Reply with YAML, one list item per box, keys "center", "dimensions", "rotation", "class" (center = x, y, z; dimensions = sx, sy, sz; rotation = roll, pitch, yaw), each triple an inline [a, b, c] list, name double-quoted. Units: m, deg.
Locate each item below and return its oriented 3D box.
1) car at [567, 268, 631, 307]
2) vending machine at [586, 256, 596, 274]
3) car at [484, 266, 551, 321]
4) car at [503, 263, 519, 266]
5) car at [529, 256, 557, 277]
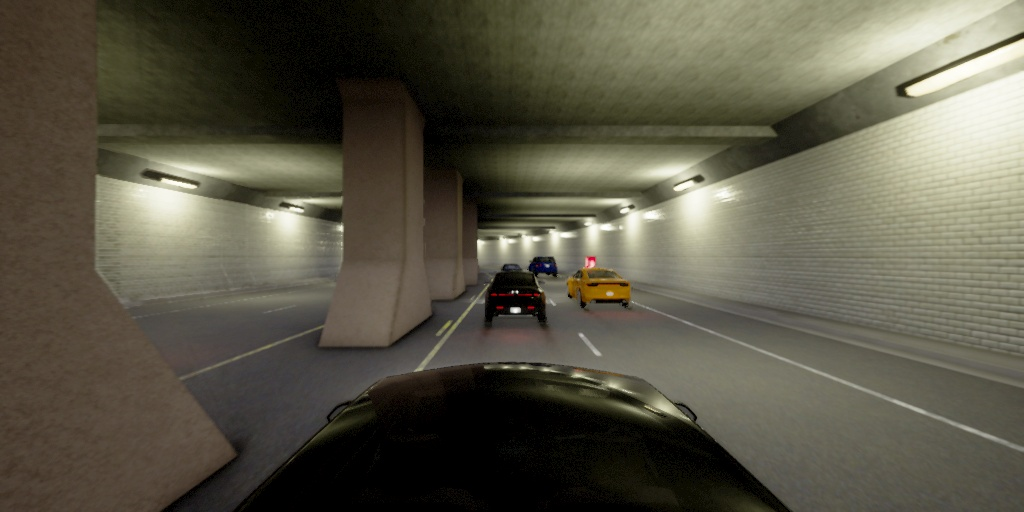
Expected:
- center: [3.598, 1.250, 15.657]
  dimensions: [1.882, 1.535, 5.008]
  rotation: [0, 0, 0]
  class: "car"
- center: [8.588, 1.005, 39.140]
  dimensions: [1.100, 2.100, 0.880]
  rotation: [0, 0, -7]
  class: "vending machine"
- center: [0.099, 1.272, 12.432]
  dimensions: [1.837, 1.490, 4.892]
  rotation: [0, 0, 0]
  class: "car"
- center: [-0.102, 1.344, 30.902]
  dimensions: [2.033, 1.411, 5.357]
  rotation: [0, 0, -3]
  class: "car"
- center: [3.004, 1.026, 35.814]
  dimensions: [2.150, 2.045, 5.566]
  rotation: [0, 0, -6]
  class: "car"
